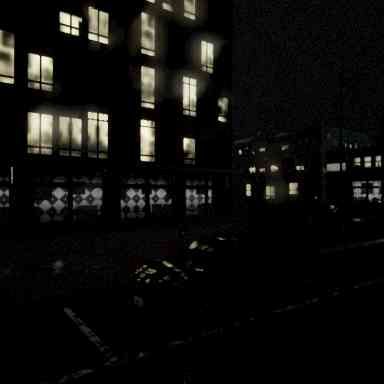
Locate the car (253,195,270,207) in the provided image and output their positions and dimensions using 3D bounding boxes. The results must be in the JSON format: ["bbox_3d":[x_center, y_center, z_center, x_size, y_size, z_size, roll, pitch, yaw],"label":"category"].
[{"bbox_3d":[9.541,1.130,41.202,1.967,1.590,4.097,1,0,-36],"label":"car"}]

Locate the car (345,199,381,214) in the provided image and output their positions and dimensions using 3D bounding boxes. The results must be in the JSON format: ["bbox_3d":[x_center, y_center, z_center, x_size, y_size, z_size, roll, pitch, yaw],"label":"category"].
[{"bbox_3d":[16.105,1.372,32.261,1.887,1.381,4.507,1,0,-36],"label":"car"}]

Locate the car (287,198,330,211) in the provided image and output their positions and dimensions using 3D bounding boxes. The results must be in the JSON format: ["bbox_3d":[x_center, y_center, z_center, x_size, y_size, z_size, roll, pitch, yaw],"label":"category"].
[{"bbox_3d":[12.822,1.340,36.731,1.802,1.307,4.206,1,0,-36],"label":"car"}]

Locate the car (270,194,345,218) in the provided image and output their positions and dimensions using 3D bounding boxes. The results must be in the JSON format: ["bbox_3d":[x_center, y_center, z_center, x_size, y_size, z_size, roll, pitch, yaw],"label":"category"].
[{"bbox_3d":[9.356,1.101,27.301,2.192,1.841,5.009,1,0,-36],"label":"car"}]

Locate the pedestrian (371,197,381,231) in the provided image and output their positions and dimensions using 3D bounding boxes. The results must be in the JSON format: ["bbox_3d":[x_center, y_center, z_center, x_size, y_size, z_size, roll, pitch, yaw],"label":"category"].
[{"bbox_3d":[9.694,1.141,17.512,0.375,1.860,0.375,0,0,-35],"label":"pedestrian"}]

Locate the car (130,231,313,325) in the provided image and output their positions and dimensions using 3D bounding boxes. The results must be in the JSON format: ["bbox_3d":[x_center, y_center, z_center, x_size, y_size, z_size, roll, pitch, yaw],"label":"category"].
[{"bbox_3d":[0.830,1.566,7.145,4.313,1.339,1.947,0,0,-35],"label":"car"}]
